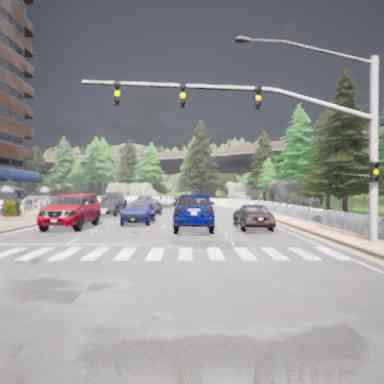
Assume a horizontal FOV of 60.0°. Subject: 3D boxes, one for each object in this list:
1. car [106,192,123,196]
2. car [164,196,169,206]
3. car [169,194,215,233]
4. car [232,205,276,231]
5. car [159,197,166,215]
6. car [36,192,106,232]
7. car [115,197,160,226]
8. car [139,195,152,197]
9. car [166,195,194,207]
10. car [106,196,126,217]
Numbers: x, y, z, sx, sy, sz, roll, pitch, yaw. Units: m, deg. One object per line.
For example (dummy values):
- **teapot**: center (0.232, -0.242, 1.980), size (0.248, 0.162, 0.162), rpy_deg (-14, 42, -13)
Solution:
- **car**: center (-9.589, 1.025, 40.991), size (2.150, 2.045, 5.566), rpy_deg (0, 1, -26)
- **car**: center (-3.775, 1.334, 45.101), size (1.812, 1.442, 4.674), rpy_deg (0, 0, -26)
- **car**: center (0.099, 1.136, 19.035), size (2.150, 2.045, 5.566), rpy_deg (0, 0, 0)
- **car**: center (3.599, 1.469, 19.915), size (2.033, 1.411, 5.357), rpy_deg (0, 0, 0)
- **car**: center (-3.832, 1.421, 31.690), size (1.994, 1.385, 4.181), rpy_deg (0, 0, -2)
- **car**: center (-7.074, 1.112, 19.793), size (2.150, 2.045, 5.566), rpy_deg (0, 0, 0)
- **car**: center (-3.575, 1.368, 22.705), size (1.882, 1.535, 5.008), rpy_deg (0, 0, 0)
- **car**: center (-5.544, 1.172, 40.369), size (2.097, 1.767, 4.553), rpy_deg (0, 0, -19)
- **car**: center (-1.821, 1.279, 48.638), size (1.882, 1.535, 5.008), rpy_deg (1, 0, -30)
- **car**: center (-7.252, 1.346, 29.537), size (2.128, 1.511, 4.902), rpy_deg (0, 0, -2)
